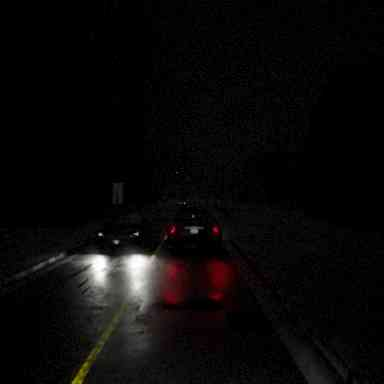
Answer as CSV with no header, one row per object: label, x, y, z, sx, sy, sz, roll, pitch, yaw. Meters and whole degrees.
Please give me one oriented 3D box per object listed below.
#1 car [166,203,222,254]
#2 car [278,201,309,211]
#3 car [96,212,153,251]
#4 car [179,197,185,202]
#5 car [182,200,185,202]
car,0.092,1.464,14.219,2.097,1.767,4.553,0,-1,0
car,13.882,1.914,44.129,4.829,1.417,1.752,0,-1,0
car,-2.862,1.644,14.939,1.812,1.442,4.674,0,0,0
car,-2.767,2.076,93.167,2.033,1.411,5.357,0,0,0
car,0.088,1.721,28.714,1.837,1.490,4.892,0,-1,0
